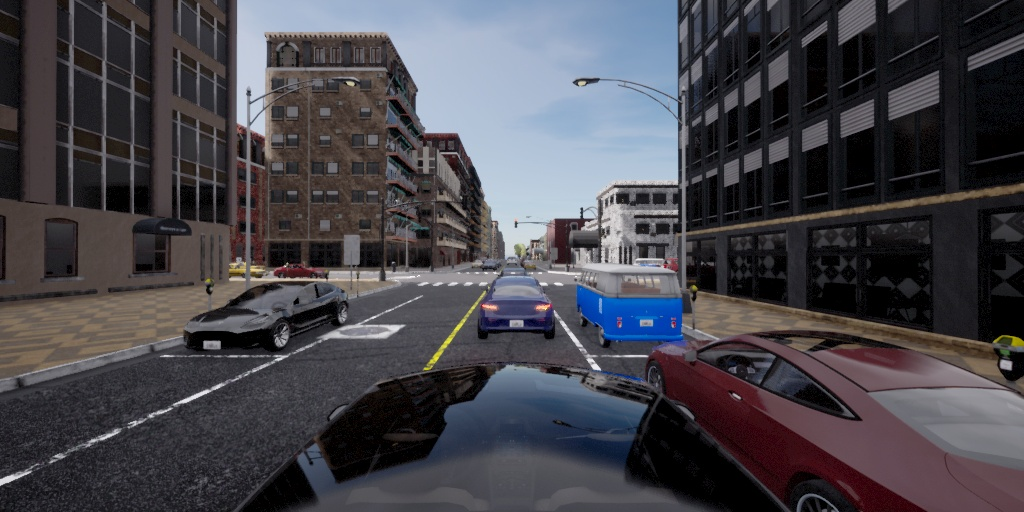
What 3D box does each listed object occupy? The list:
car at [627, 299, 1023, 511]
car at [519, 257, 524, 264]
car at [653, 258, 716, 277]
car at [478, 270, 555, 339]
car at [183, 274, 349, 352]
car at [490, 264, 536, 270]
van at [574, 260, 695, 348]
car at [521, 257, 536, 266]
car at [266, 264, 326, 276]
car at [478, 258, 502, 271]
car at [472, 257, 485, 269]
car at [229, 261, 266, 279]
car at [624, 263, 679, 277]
[{"bbox_3d":[2.657,1.332,3.259,1.802,1.307,4.207,0,0,0],"label":"car"},{"bbox_3d":[2.703,1.380,64.812,1.802,1.307,4.207,0,0,0],"label":"car"},{"bbox_3d":[14.925,1.107,29.830,5.009,1.841,2.192,0,0,0],"label":"car"},{"bbox_3d":[0.103,1.277,9.949,1.812,1.442,4.674,0,0,0],"label":"car"},{"bbox_3d":[-5.689,1.317,8.976,1.948,1.339,4.313,0,0,0],"label":"car"},{"bbox_3d":[0.096,1.317,18.400,1.994,1.385,4.181,0,0,0],"label":"car"},{"bbox_3d":[2.658,1.092,8.948,1.690,1.789,3.998,0,0,0],"label":"van"},{"bbox_3d":[2.701,1.309,53.904,1.751,1.417,4.829,0,0,0],"label":"car"},{"bbox_3d":[-17.461,1.283,29.759,4.207,1.307,1.802,0,0,0],"label":"car"},{"bbox_3d":[-3.051,1.327,50.582,2.033,1.411,5.357,0,0,3],"label":"car"},{"bbox_3d":[-5.679,1.316,59.104,1.751,1.417,4.829,0,0,0],"label":"car"},{"bbox_3d":[-22.954,1.215,29.747,4.829,1.417,1.751,0,0,0],"label":"car"},{"bbox_3d":[13.764,1.418,35.621,4.718,1.301,1.895,0,0,0],"label":"car"}]
